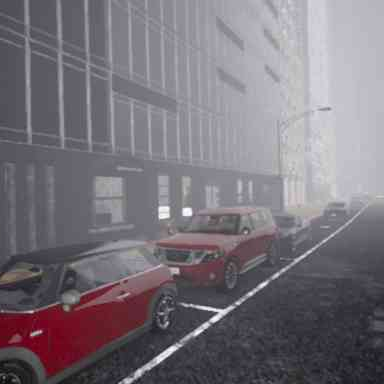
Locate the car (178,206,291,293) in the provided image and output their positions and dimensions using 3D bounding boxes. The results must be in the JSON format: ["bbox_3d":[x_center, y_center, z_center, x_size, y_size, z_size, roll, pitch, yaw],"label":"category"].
[{"bbox_3d":[0.922,1.388,9.439,2.192,1.841,5.009,-2,-1,32],"label":"car"}]

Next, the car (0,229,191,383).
[{"bbox_3d":[-1.992,1.554,4.707,1.967,1.590,4.097,-2,-1,32],"label":"car"}]

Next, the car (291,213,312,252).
[{"bbox_3d":[3.849,1.596,14.171,1.947,1.339,4.313,-2,-1,32],"label":"car"}]

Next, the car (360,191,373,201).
[{"bbox_3d":[34.802,0.798,66.999,2.192,1.841,5.009,-2,0,30],"label":"car"}]

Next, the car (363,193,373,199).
[{"bbox_3d":[43.185,0.875,81.422,2.008,1.369,4.403,-2,0,30],"label":"car"}]

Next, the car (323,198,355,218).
[{"bbox_3d":[12.470,1.454,28.528,1.947,1.339,4.313,-2,0,30],"label":"car"}]

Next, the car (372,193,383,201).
[{"bbox_3d":[36.223,0.937,63.800,1.812,1.442,4.674,-2,-1,30],"label":"car"}]

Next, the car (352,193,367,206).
[{"bbox_3d":[23.642,1.269,47.766,1.802,1.307,4.206,-2,0,30],"label":"car"}]
